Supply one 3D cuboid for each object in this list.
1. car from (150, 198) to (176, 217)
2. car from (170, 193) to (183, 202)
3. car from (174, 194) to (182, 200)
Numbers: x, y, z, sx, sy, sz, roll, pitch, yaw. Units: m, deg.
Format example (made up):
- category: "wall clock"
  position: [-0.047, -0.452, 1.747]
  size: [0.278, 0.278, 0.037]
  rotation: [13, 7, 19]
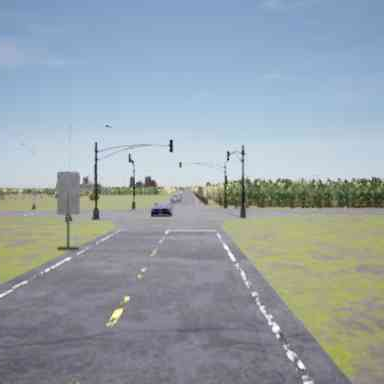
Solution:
- category: "car"
  position: [-2.711, 1.540, 30.493]
  size: [1.895, 1.301, 4.718]
  rotation: [0, 0, -1]
- category: "car"
  position: [-3.370, 1.163, 67.395]
  size: [2.097, 1.767, 4.553]
  rotation: [0, 0, -1]
- category: "car"
  position: [-3.539, 1.278, 84.813]
  size: [1.994, 1.385, 4.181]
  rotation: [0, 0, -1]
